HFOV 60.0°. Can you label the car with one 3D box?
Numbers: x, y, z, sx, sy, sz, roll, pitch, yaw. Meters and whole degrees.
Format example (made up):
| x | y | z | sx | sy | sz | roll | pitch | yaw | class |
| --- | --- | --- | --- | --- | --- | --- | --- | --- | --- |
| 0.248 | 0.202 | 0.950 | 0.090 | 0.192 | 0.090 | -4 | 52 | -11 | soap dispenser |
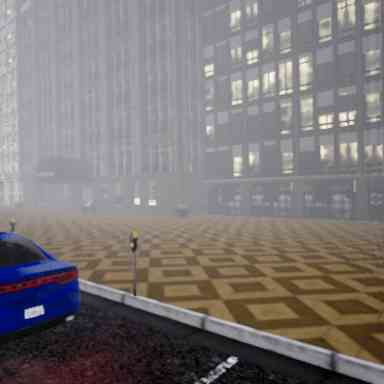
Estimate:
| x | y | z | sx | sy | sz | roll | pitch | yaw | class |
| --- | --- | --- | --- | --- | --- | --- | --- | --- | --- |
| -4.039 | 1.481 | 6.054 | 5.008 | 1.535 | 1.882 | 0 | 1 | 39 | car |
